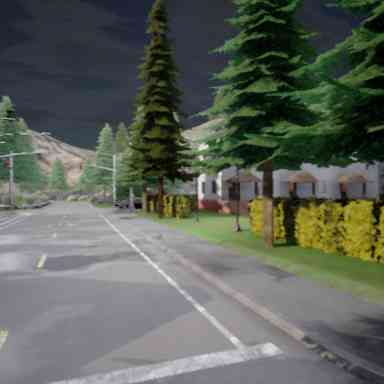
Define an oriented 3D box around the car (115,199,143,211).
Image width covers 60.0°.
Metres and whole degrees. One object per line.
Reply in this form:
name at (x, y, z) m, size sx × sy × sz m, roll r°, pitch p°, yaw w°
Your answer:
car at (-7.611, 1.644, 43.563) m, size 4.902 × 1.511 × 2.128 m, roll 0°, pitch 0°, yaw -28°
